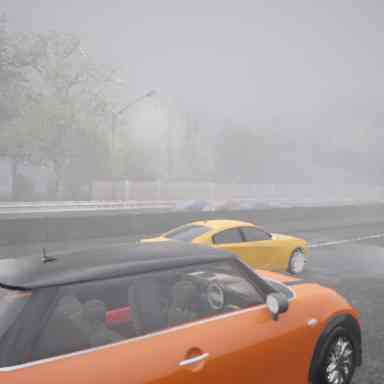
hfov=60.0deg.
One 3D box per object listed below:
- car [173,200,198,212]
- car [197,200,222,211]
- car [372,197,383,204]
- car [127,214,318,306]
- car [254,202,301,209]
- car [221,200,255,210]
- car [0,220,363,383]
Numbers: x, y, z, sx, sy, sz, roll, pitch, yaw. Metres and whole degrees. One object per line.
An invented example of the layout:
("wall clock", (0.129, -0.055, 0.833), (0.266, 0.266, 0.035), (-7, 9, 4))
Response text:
("car", (0.244, 1.541, 33.875), (4.674, 1.442, 1.812), (0, 0, -37))
("car", (3.147, 1.542, 32.029), (4.674, 1.442, 1.812), (0, 0, -35))
("car", (33.104, 1.576, 57.585), (4.892, 1.490, 1.837), (0, 0, -35))
("car", (1.010, 1.481, 8.771), (5.008, 1.535, 1.882), (0, 0, -35))
("car", (7.340, 1.580, 26.422), (4.181, 1.385, 1.994), (0, 0, -35))
("car", (5.526, 1.564, 29.429), (5.357, 1.411, 2.033), (0, 0, -35))
("car", (-0.111, 1.352, 3.680), (4.553, 1.767, 2.097), (0, 0, -35))
